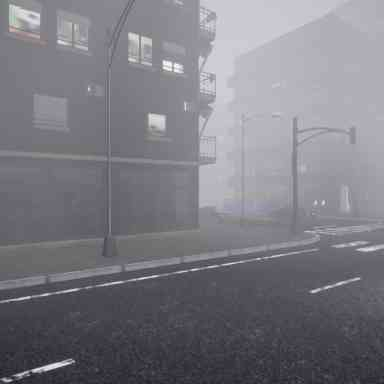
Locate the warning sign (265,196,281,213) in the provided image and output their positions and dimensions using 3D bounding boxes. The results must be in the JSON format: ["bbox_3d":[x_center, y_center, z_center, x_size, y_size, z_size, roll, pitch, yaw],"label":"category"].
[{"bbox_3d":[9.019,1.400,36.960,1.300,1.860,1.060,1,0,-36],"label":"warning sign"}]

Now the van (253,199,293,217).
[{"bbox_3d":[8.528,1.603,33.571,1.690,1.788,3.998,-1,0,-36],"label":"van"}]

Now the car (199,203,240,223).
[{"bbox_3d":[1.788,1.874,28.654,1.802,1.307,4.206,-1,0,-36],"label":"car"}]

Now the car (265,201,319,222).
[{"bbox_3d":[8.782,1.782,28.771,1.994,1.385,4.181,0,-1,-36],"label":"car"}]

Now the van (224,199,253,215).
[{"bbox_3d":[5.213,1.676,38.087,1.690,1.788,3.998,-1,0,-36],"label":"van"}]
